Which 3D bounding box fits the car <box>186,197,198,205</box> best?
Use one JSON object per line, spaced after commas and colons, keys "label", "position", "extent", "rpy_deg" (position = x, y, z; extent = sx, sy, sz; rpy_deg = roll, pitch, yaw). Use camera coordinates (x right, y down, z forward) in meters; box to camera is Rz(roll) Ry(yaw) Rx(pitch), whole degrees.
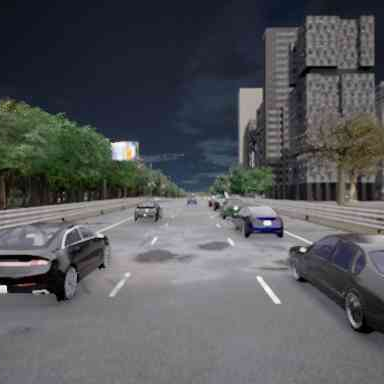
{"label": "car", "position": [0.037, 1.642, 60.591], "extent": [1.812, 1.442, 4.674], "rpy_deg": [0, -1, 0]}

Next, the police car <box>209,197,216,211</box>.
{"label": "police car", "position": [3.512, 1.410, 39.824], "extent": [1.930, 1.638, 5.238], "rpy_deg": [0, 0, 0]}

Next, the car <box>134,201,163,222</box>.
{"label": "car", "position": [-3.395, 1.482, 26.519], "extent": [2.128, 1.511, 4.902], "rpy_deg": [0, 0, 0]}

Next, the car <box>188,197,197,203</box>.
{"label": "car", "position": [0.063, 1.960, 80.402], "extent": [2.128, 1.511, 4.902], "rpy_deg": [0, -1, 0]}

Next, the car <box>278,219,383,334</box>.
{"label": "car", "position": [3.502, 1.553, 6.715], "extent": [2.033, 1.411, 5.357], "rpy_deg": [0, 0, 0]}

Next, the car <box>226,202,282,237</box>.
{"label": "car", "position": [3.423, 1.501, 17.999], "extent": [2.163, 1.488, 4.792], "rpy_deg": [0, 0, -3]}

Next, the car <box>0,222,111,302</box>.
{"label": "car", "position": [-3.400, 1.497, 8.285], "extent": [2.128, 1.511, 4.902], "rpy_deg": [0, 0, 0]}

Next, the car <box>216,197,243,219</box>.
{"label": "car", "position": [3.508, 1.341, 28.687], "extent": [2.097, 1.767, 4.553], "rpy_deg": [0, 0, 0]}
